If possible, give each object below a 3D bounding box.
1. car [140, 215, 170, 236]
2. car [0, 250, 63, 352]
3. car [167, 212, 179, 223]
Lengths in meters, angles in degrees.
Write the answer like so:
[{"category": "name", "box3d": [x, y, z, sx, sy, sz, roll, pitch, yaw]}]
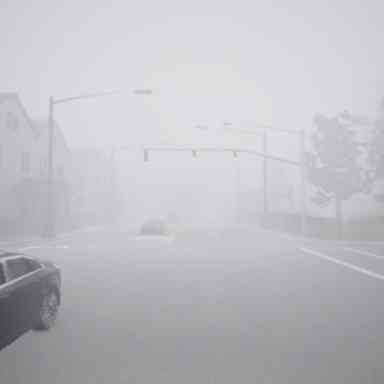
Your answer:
[{"category": "car", "box3d": [-3.304, 3.034, 29.130, 1.994, 1.385, 4.181, 0, -3, 0]}, {"category": "car", "box3d": [-3.454, 1.648, 4.620, 2.128, 1.511, 4.902, 0, -3, 0]}, {"category": "car", "box3d": [-3.153, 3.996, 53.193, 2.097, 1.767, 4.553, 0, -3, 0]}]
